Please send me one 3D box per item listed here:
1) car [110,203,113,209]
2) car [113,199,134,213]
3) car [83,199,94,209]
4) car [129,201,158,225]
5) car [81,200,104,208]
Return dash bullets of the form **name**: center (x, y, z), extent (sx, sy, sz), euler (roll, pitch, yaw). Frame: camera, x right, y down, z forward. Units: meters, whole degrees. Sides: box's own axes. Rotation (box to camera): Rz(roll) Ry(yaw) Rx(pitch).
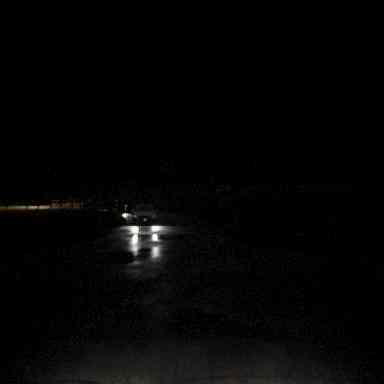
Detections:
- **car**: center (-11.299, 1.995, 52.551), extent (1.895, 1.301, 4.718), euler (-1, 0, -38)
- **car**: center (-7.712, 1.629, 40.317), extent (2.097, 1.767, 4.553), euler (0, 0, -25)
- **car**: center (-15.669, 1.920, 53.638), extent (2.128, 1.511, 4.902), euler (-1, 0, -40)
- **car**: center (-3.621, 1.683, 25.667), extent (1.812, 1.442, 4.674), euler (0, 0, -8)
- **car**: center (-17.973, 2.110, 60.023), extent (4.181, 1.385, 1.994), euler (-1, 0, 42)
